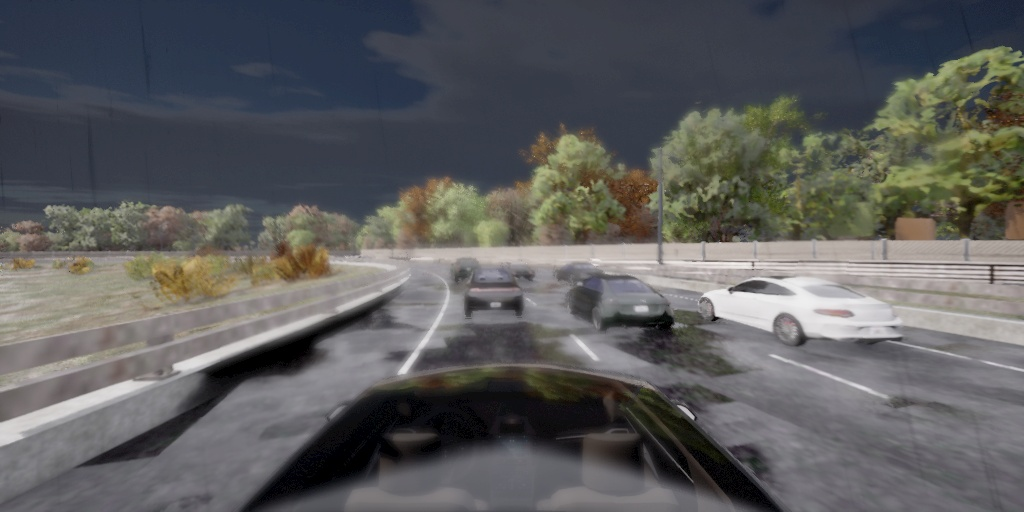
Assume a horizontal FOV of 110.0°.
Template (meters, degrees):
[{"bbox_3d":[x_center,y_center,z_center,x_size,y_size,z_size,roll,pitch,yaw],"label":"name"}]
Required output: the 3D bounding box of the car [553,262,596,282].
[{"bbox_3d":[4.417,1.138,24.297,2.033,1.411,5.357,0,0,-13],"label":"car"}]

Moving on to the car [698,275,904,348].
[{"bbox_3d":[6.655,1.204,8.953,1.812,1.442,4.674,0,1,-4],"label":"car"}]

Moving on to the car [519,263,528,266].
[{"bbox_3d":[0.219,1.192,26.923,1.895,1.301,4.718,0,0,-13],"label":"car"}]

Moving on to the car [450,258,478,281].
[{"bbox_3d":[-3.608,0.953,27.756,2.097,1.767,4.553,0,0,-14],"label":"car"}]

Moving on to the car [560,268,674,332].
[{"bbox_3d":[2.979,1.246,10.707,1.994,1.385,4.181,0,0,-5],"label":"car"}]

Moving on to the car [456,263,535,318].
[{"bbox_3d":[-0.732,1.176,12.670,2.128,1.511,4.902,0,0,-6],"label":"car"}]
